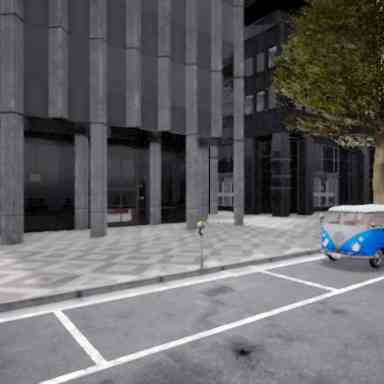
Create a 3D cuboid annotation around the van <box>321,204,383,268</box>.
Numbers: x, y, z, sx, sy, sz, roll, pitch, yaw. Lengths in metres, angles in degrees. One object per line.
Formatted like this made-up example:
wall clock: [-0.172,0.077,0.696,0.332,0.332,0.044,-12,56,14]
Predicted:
van: [5.883,1.314,10.844,3.998,1.788,1.690,0,0,-36]
